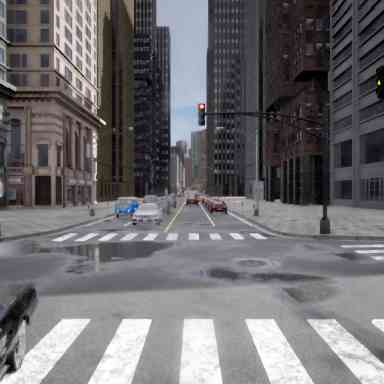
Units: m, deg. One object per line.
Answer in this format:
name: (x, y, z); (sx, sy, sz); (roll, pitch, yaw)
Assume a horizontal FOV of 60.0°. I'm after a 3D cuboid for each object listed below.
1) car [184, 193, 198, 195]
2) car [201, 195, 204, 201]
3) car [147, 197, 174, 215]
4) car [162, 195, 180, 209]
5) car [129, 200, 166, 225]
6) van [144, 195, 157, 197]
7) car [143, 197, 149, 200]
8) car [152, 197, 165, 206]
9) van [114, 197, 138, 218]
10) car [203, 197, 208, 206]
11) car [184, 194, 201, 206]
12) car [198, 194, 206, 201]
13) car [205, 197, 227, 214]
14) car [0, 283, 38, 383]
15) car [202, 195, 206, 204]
car: (-0.044, 1.522, 65.170); (2.128, 1.511, 4.902); (0, 0, 0)
car: (2.737, 1.546, 52.203); (1.752, 1.417, 4.829); (0, 0, 0)
car: (-3.122, 1.513, 34.054); (1.837, 1.490, 4.892); (0, 0, 0)
car: (-3.121, 1.506, 46.040); (2.128, 1.511, 4.902); (0, 0, 0)
car: (-3.118, 1.529, 24.012); (1.812, 1.442, 4.674); (0, 0, -2)
van: (-5.809, 1.357, 46.519); (1.690, 1.788, 3.998); (0, 0, 0)
car: (-5.803, 1.553, 35.469); (1.887, 1.381, 4.507); (0, 0, 0)
car: (-5.814, 1.606, 57.569); (1.802, 1.307, 4.206); (0, 0, 0)
van: (-5.800, 1.347, 29.944); (1.690, 1.788, 3.998); (0, 0, 0)
car: (2.747, 1.557, 40.982); (1.887, 1.381, 4.507); (0, 0, 0)
car: (0.014, 1.500, 54.790); (1.882, 1.535, 5.008); (0, 0, 0)
car: (2.702, 1.490, 90.712); (1.967, 1.590, 4.097); (0, 0, 0)
car: (2.752, 1.553, 35.457); (1.887, 1.381, 4.507); (0, 0, 0)
car: (-2.722, 1.600, 2.700); (1.895, 1.301, 4.718); (0, 0, -14)
car: (2.742, 1.561, 46.508); (1.887, 1.381, 4.507); (0, 0, 0)
